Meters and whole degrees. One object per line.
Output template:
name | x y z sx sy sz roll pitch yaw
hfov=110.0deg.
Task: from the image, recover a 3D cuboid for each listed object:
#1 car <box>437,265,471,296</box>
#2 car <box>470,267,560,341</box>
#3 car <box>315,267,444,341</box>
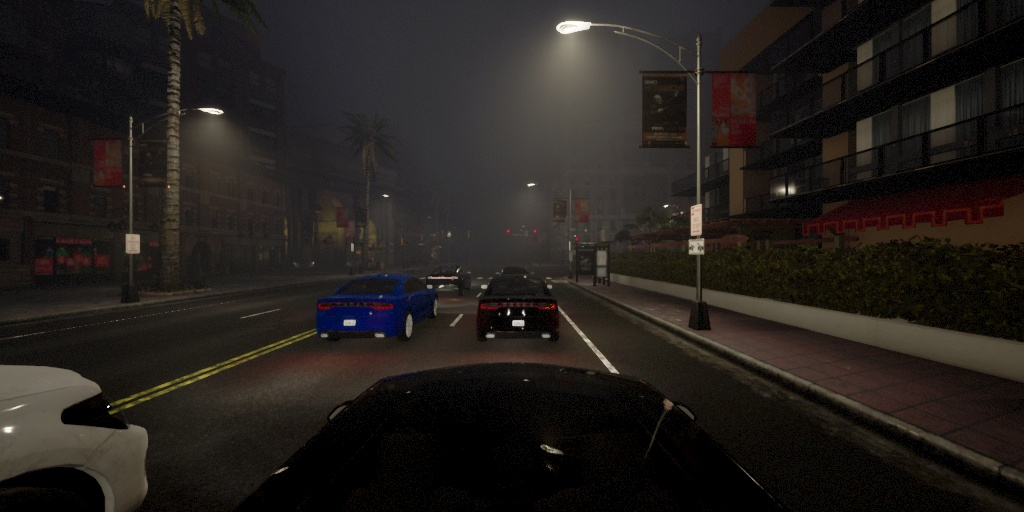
car | -3.334 1.241 19.388 2.128 1.511 4.902 0 0 0
car | 0.135 1.227 9.848 1.882 1.535 5.008 0 0 0
car | -3.360 1.227 9.883 1.882 1.535 5.008 0 0 0
